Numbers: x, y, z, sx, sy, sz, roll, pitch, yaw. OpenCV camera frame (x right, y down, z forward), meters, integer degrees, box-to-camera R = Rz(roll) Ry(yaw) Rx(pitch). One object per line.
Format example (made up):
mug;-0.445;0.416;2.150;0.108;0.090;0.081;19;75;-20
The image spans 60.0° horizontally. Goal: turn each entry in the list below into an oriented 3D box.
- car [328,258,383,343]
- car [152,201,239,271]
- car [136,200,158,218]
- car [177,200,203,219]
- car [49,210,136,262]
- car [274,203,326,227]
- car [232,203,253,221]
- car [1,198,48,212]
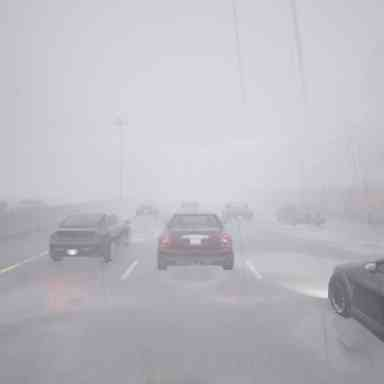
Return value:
car;3.597;1.540;4.723;1.994;1.385;4.181;0;0;0
car;0.085;1.299;10.835;2.097;1.767;4.553;0;0;0
car;-3.707;1.383;28.375;1.812;1.442;4.674;0;0;-1
car;-0.185;1.424;27.959;1.994;1.385;4.181;0;0;-1
car;-3.418;1.445;11.895;1.837;1.490;4.892;0;0;0
car;6.953;1.438;21.882;2.033;1.411;5.357;0;0;-1
car;3.369;1.472;25.783;1.895;1.301;4.718;0;0;-1
car;-14.412;1.359;29.423;1.837;1.490;4.892;0;0;-1
